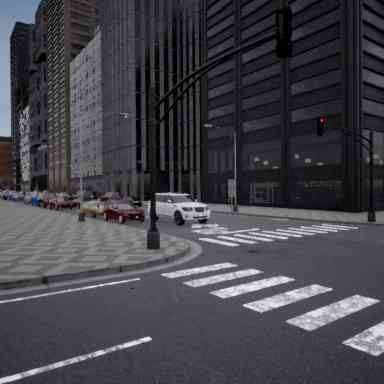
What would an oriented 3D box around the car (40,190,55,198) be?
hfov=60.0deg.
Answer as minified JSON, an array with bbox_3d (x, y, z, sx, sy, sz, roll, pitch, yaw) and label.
[{"bbox_3d":[-34.409,0.507,79.100,2.192,1.841,5.009,0,1,-36],"label":"car"}]

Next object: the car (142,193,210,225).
[{"bbox_3d":[-1.078,1.085,23.303,2.150,2.045,5.566,-1,1,-36],"label":"car"}]

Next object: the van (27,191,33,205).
[{"bbox_3d":[-21.499,0.968,46.782,1.690,1.788,3.998,0,1,-36],"label":"van"}]

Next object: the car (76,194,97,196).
[{"bbox_3d":[-12.979,1.257,39.748,1.994,1.385,4.181,-1,1,-35],"label":"car"}]

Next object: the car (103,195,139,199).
[{"bbox_3d":[-7.088,1.327,31.601,2.033,1.411,5.357,-1,1,-35],"label":"car"}]

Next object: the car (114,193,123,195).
[{"bbox_3d":[-7.993,1.198,42.680,1.947,1.339,4.313,0,1,-36],"label":"car"}]

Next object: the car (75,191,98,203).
[{"bbox_3d":[-17.898,0.791,56.337,2.192,1.841,5.009,0,1,-36],"label":"car"}]

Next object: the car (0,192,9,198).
[{"bbox_3d":[-44.617,0.775,78.654,1.887,1.381,4.507,0,1,-36],"label":"car"}]

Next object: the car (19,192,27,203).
[{"bbox_3d":[-24.803,1.124,51.336,2.008,1.369,4.403,0,1,-36],"label":"car"}]

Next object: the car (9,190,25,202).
[{"bbox_3d":[-31.407,0.901,60.442,1.967,1.590,4.097,0,1,-36],"label":"car"}]

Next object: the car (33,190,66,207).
[{"bbox_3d":[-18.197,0.994,42.228,2.192,1.841,5.009,0,1,-36],"label":"car"}]

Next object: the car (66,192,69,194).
[{"bbox_3d":[-21.904,0.828,57.301,2.097,1.767,4.553,-1,1,-36],"label":"car"}]

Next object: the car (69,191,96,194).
[{"bbox_3d":[-15.724,0.798,48.847,2.150,2.045,5.566,-1,1,-38],"label":"car"}]

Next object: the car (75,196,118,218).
[{"bbox_3d":[-8.190,1.352,28.432,1.752,1.417,4.829,0,1,-36],"label":"car"}]

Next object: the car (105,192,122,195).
[{"bbox_3d":[-11.294,0.897,47.231,2.192,1.841,5.009,0,1,-36],"label":"car"}]

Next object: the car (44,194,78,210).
[{"bbox_3d":[-14.895,1.274,37.676,1.887,1.381,4.507,0,1,-36],"label":"car"}]

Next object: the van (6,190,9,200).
[{"bbox_3d":[-34.708,0.745,64.993,1.690,1.788,3.998,0,1,-36],"label":"van"}]

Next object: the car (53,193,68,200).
[{"bbox_3d":[-27.806,0.852,69.997,1.887,1.381,4.507,0,1,-36],"label":"car"}]

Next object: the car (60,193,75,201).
[{"bbox_3d":[-24.504,0.946,65.445,1.802,1.307,4.206,0,1,-36],"label":"car"}]

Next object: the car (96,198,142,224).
[{"bbox_3d":[-4.987,1.415,24.017,1.887,1.381,4.507,0,1,-36],"label":"car"}]

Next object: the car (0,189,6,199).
[{"bbox_3d":[-38.011,0.662,69.546,2.192,1.841,5.009,0,1,-36],"label":"car"}]
